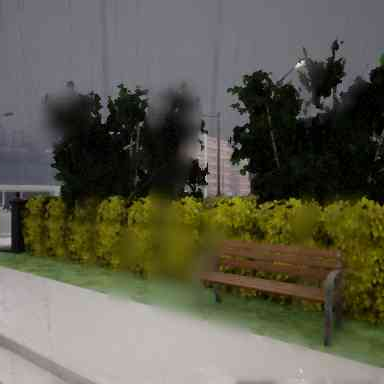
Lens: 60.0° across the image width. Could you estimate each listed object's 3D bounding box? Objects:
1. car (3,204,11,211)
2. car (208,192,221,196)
[{"bbox_3d":[-18.867,1.498,38.793,2.033,1.411,5.357,0,0,35],"label":"car"},{"bbox_3d":[4.486,0.786,65.886,1.812,1.442,4.674,0,1,36],"label":"car"}]
